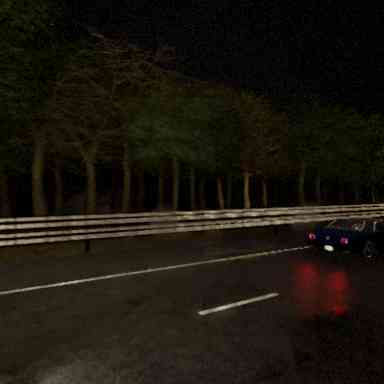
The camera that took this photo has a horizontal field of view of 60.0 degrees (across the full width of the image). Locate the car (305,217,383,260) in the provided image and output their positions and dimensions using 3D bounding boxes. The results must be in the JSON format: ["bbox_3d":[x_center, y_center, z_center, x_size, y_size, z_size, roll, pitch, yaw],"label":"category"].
[{"bbox_3d":[6.429,1.588,12.353,4.718,1.301,1.895,0,0,-34],"label":"car"}]
